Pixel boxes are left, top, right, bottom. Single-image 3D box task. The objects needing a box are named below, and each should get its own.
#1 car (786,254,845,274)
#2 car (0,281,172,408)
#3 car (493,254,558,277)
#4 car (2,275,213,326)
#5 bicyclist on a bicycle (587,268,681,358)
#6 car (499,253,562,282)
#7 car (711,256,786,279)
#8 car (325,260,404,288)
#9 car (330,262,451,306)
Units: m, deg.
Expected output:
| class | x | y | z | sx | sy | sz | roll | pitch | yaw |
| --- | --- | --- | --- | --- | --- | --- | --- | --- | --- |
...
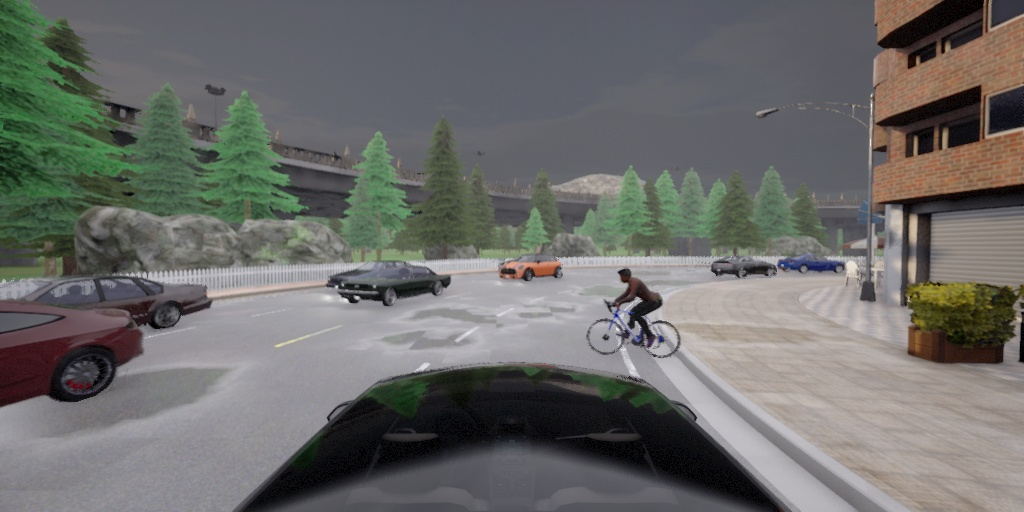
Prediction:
| class | x | y | z | sx | sy | sz | roll | pitch | yaw |
| --- | --- | --- | --- | --- | --- | --- | --- | --- | --- |
| car | 24.986 | 0.636 | 29.997 | 5.008 | 1.535 | 1.882 | 0 | 1 | -3 |
| car | -6.688 | 1.227 | 3.596 | 1.812 | 1.442 | 4.674 | 0 | 1 | 5 |
| car | 1.131 | 0.666 | 28.061 | 4.902 | 1.511 | 2.128 | -1 | 2 | -42 |
| car | -9.775 | 1.152 | 7.863 | 2.033 | 1.411 | 5.357 | 0 | 1 | 9 |
| bicyclist on a bicycle | 2.216 | 1.048 | 6.547 | 1.656 | 1.620 | 0.582 | 0 | 1 | 10 |
| car | 1.263 | 0.633 | 23.231 | 2.097 | 1.767 | 4.553 | 1 | 2 | 44 |
| car | 16.286 | 0.746 | 25.165 | 4.902 | 1.511 | 2.128 | 0 | 1 | -21 |
| car | -6.509 | 0.931 | 18.158 | 2.033 | 1.411 | 5.357 | 1 | 1 | 27 |
| car | -4.441 | 1.072 | 14.262 | 1.895 | 1.301 | 4.718 | 1 | 1 | 23 |
